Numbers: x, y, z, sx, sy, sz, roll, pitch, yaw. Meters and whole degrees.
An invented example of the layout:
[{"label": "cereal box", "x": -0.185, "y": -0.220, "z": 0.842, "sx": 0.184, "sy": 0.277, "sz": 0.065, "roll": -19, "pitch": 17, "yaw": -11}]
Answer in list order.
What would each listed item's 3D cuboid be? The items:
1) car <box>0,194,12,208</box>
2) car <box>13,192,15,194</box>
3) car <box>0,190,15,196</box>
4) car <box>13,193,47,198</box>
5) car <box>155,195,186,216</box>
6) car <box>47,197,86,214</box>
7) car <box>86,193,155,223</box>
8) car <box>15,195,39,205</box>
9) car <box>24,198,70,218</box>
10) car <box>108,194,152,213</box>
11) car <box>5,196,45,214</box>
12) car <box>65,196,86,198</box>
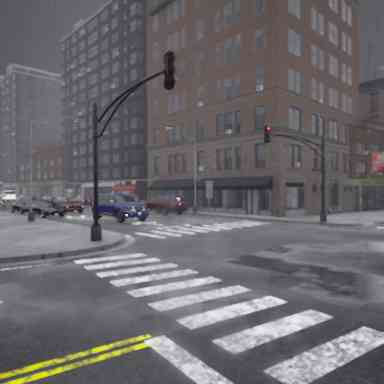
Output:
[{"label": "car", "x": -24.050, "y": 1.269, "z": 40.722, "sx": 1.752, "sy": 1.417, "sz": 4.829, "roll": 0, "pitch": 0, "yaw": -44}, {"label": "car", "x": -29.535, "y": 1.101, "z": 58.655, "sx": 1.802, "sy": 1.307, "sz": 4.206, "roll": 0, "pitch": 0, "yaw": -44}, {"label": "car", "x": -32.208, "y": 0.751, "z": 57.711, "sx": 2.150, "sy": 2.045, "sz": 5.566, "roll": -1, "pitch": 1, "yaw": -44}, {"label": "car", "x": -19.671, "y": 1.257, "z": 40.169, "sx": 1.837, "sy": 1.490, "sz": 4.892, "roll": -1, "pitch": 1, "yaw": -44}, {"label": "car", "x": -2.730, "y": 1.183, "z": 30.943, "sx": 2.192, "sy": 1.841, "sz": 5.009, "roll": 0, "pitch": 0, "yaw": -44}, {"label": "car", "x": -12.401, "y": 1.447, "z": 32.632, "sx": 1.895, "sy": 1.301, "sz": 4.718, "roll": -1, "pitch": 1, "yaw": -44}, {"label": "car", "x": -5.635, "y": 1.152, "z": 25.635, "sx": 2.150, "sy": 2.045, "sz": 5.566, "roll": -1, "pitch": 1, "yaw": -44}, {"label": "car", "x": -24.964, "y": 1.228, "z": 50.233, "sx": 1.895, "sy": 1.301, "sz": 4.718, "roll": -1, "pitch": 1, "yaw": -44}, {"label": "car", "x": -12.684, "y": 1.455, "z": 28.971, "sx": 1.947, "sy": 1.339, "sz": 4.313, "roll": 0, "pitch": 0, "yaw": -44}, {"label": "car", "x": -6.559, "y": 1.135, "z": 34.902, "sx": 2.192, "sy": 1.841, "sz": 5.009, "roll": 0, "pitch": 0, "yaw": -44}, {"label": "car", "x": -16.513, "y": 1.407, "z": 32.929, "sx": 1.947, "sy": 1.339, "sz": 4.313, "roll": 0, "pitch": 0, "yaw": -44}, {"label": "car", "x": -14.218, "y": 1.163, "z": 42.820, "sx": 1.967, "sy": 1.590, "sz": 4.097, "roll": 0, "pitch": 0, "yaw": -44}]
